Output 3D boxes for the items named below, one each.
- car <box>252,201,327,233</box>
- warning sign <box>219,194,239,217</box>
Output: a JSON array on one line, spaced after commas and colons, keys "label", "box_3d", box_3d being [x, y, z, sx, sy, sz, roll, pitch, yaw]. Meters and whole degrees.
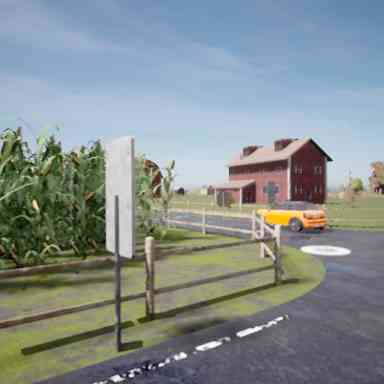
[{"label": "car", "box_3d": [5.705, 1.349, 20.153, 2.097, 1.767, 4.553, -1, 0, -31]}, {"label": "warning sign", "box_3d": [3.146, 1.107, 28.076, 1.300, 1.860, 1.060, 0, 0, -35]}]
